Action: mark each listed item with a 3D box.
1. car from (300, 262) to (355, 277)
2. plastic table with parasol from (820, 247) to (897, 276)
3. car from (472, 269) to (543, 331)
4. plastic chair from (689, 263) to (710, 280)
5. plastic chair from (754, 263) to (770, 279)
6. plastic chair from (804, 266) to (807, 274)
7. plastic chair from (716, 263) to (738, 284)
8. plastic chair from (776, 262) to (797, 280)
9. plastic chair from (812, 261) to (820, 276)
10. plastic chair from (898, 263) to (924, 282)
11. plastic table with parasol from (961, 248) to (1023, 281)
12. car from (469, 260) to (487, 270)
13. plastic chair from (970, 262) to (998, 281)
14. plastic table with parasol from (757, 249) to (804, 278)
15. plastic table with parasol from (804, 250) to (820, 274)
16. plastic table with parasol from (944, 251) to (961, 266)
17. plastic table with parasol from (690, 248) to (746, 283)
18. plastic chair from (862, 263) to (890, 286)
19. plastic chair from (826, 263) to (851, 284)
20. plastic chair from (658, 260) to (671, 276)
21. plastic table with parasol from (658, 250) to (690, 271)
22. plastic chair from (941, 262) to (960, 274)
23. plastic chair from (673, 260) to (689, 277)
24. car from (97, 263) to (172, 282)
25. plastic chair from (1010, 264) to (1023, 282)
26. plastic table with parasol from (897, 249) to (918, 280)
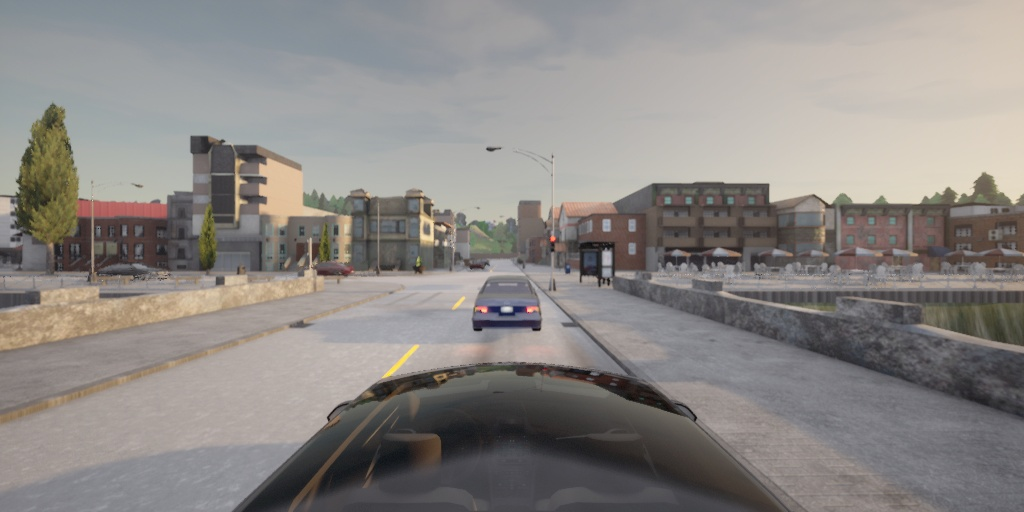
[{"bbox_3d":[-16.914,1.256,32.828,4.674,1.442,1.812,0,0,-1],"label":"car"},{"bbox_3d":[23.387,0.663,24.344,2.482,2.480,2.482,0,0,-1],"label":"plastic table with parasol"},{"bbox_3d":[-0.129,1.292,10.870,2.033,1.411,5.357,0,0,0],"label":"car"},{"bbox_3d":[13.462,1.265,25.728,0.730,1.272,0.750,0,0,-1],"label":"plastic chair"},{"bbox_3d":[21.183,1.263,30.558,0.730,1.272,0.750,0,0,-1],"label":"plastic chair"},{"bbox_3d":[28.203,1.260,35.377,0.730,1.272,0.750,0,0,-1],"label":"plastic chair"},{"bbox_3d":[14.586,1.266,24.347,0.750,1.272,0.730,0,0,-1],"label":"plastic chair"},{"bbox_3d":[22.306,1.264,29.177,0.750,1.272,0.730,0,0,-1],"label":"plastic chair"},{"bbox_3d":[29.326,1.261,33.995,0.750,1.272,0.730,0,0,-1],"label":"plastic chair"},{"bbox_3d":[30.043,1.265,27.006,0.750,1.272,0.730,0,0,-1],"label":"plastic chair"},{"bbox_3d":[37.327,0.661,27.439,2.482,2.480,2.482,0,0,-1],"label":"plastic table with parasol"},{"bbox_3d":[-4.960,1.320,51.162,1.895,1.301,4.718,0,0,-1],"label":"car"},{"bbox_3d":[36.198,1.264,27.508,0.730,1.272,0.750,0,0,-1],"label":"plastic chair"},{"bbox_3d":[22.383,0.659,30.528,2.482,2.480,2.482,0,0,-1],"label":"plastic table with parasol"},{"bbox_3d":[29.633,0.656,35.371,2.482,2.480,2.482,0,0,-1],"label":"plastic table with parasol"},{"bbox_3d":[46.084,0.656,36.657,2.482,2.480,2.482,0,0,-1],"label":"plastic table with parasol"},{"bbox_3d":[14.735,0.661,25.610,2.482,2.480,2.482,0,0,-1],"label":"plastic table with parasol"},{"bbox_3d":[23.310,1.267,22.993,0.750,1.272,0.730,0,0,-1],"label":"plastic chair"},{"bbox_3d":[22.186,1.266,24.374,0.730,1.272,0.750,0,0,-1],"label":"plastic chair"},{"bbox_3d":[14.132,1.261,33.541,0.730,1.272,0.750,0,0,-1],"label":"plastic chair"},{"bbox_3d":[15.353,0.657,33.441,2.482,2.480,2.482,0,0,-1],"label":"plastic table with parasol"},{"bbox_3d":[44.882,1.260,36.757,0.730,1.272,0.750,0,0,-1],"label":"plastic chair"},{"bbox_3d":[15.255,1.261,32.159,0.750,1.272,0.730,0,0,-1],"label":"plastic chair"},{"bbox_3d":[-29.819,1.258,28.362,4.674,1.442,1.812,0,0,-1],"label":"car"},{"bbox_3d":[37.359,1.266,26.129,0.750,1.272,0.730,0,0,-1],"label":"plastic chair"},{"bbox_3d":[30.032,0.660,28.286,2.482,2.480,2.482,0,0,-1],"label":"plastic table with parasol"}]
